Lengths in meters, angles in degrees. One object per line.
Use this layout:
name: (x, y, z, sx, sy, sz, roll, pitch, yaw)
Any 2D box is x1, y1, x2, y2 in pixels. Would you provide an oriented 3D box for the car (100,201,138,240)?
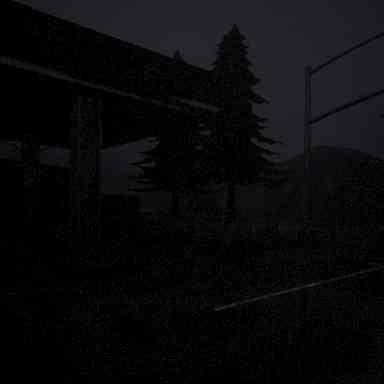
car: (-4.587, 1.445, 18.252, 1.905, 1.878, 3.866, 1, 0, -36)

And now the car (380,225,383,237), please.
car: (11.375, 1.807, 14.662, 2.033, 1.411, 5.357, 1, -1, -35)

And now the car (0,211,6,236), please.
car: (-11.719, 1.519, 18.431, 2.242, 1.667, 4.611, 1, 0, -36)

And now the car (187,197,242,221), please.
car: (1.760, 1.449, 28.180, 2.150, 2.045, 5.566, 1, 0, -35)
